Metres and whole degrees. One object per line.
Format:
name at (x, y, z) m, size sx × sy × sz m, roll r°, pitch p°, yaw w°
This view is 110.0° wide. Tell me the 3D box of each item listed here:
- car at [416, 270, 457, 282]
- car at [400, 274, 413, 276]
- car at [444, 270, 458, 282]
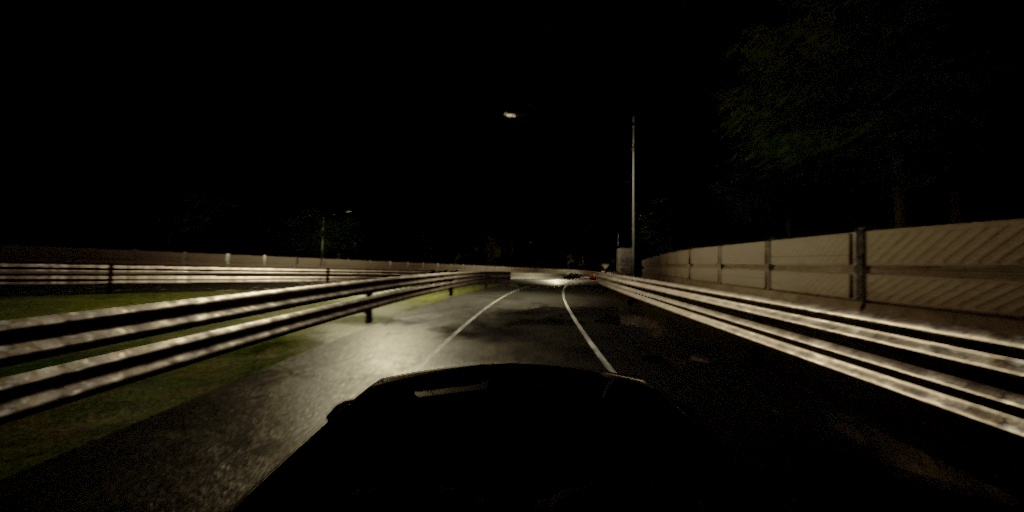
car at (-9.657, 2.628, 46.448) m, size 2.033 × 1.411 × 5.357 m, roll -1°, pitch -3°, yaw 32°
car at (-12.609, 2.678, 48.329) m, size 2.033 × 1.411 × 5.357 m, roll -1°, pitch -3°, yaw 32°
car at (-6.694, 2.531, 44.586) m, size 1.837 × 1.490 × 4.892 m, roll -1°, pitch -3°, yaw 32°
